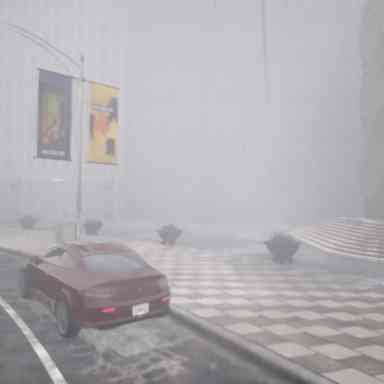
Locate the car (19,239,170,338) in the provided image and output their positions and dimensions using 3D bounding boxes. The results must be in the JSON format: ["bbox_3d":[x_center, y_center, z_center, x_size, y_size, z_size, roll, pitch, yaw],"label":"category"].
[{"bbox_3d":[-2.267,1.744,7.087,1.812,1.442,4.674,2,-2,-39],"label":"car"}]
